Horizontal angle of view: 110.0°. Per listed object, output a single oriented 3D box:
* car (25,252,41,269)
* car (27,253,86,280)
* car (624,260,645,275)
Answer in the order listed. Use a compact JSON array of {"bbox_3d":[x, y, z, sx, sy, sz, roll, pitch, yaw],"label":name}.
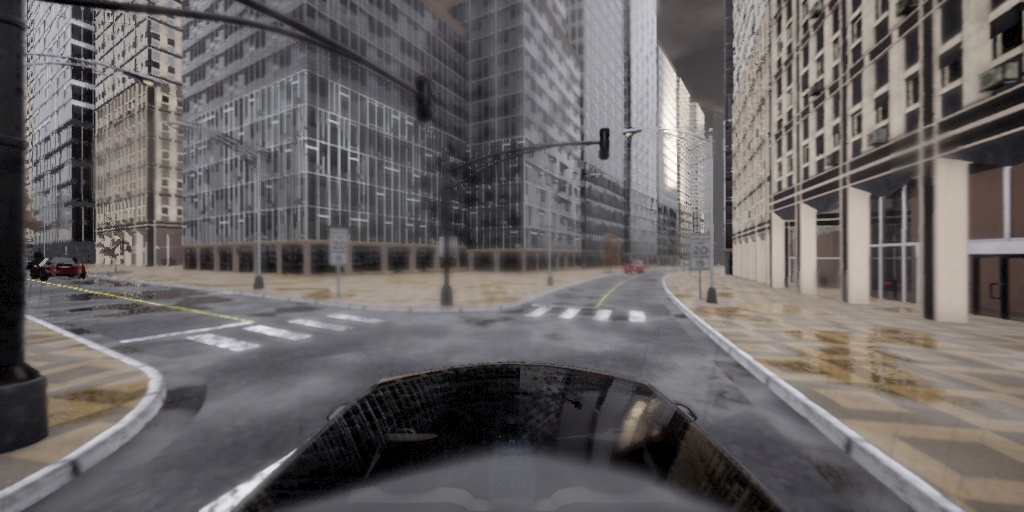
[{"bbox_3d":[-46.378,0.589,34.009,5.566,2.045,2.150,1,0,29],"label":"car"},{"bbox_3d":[-34.907,0.820,27.570,4.553,1.767,2.097,0,0,30],"label":"car"},{"bbox_3d":[17.676,1.605,51.622,2.150,2.045,5.566,0,-1,28],"label":"car"}]
